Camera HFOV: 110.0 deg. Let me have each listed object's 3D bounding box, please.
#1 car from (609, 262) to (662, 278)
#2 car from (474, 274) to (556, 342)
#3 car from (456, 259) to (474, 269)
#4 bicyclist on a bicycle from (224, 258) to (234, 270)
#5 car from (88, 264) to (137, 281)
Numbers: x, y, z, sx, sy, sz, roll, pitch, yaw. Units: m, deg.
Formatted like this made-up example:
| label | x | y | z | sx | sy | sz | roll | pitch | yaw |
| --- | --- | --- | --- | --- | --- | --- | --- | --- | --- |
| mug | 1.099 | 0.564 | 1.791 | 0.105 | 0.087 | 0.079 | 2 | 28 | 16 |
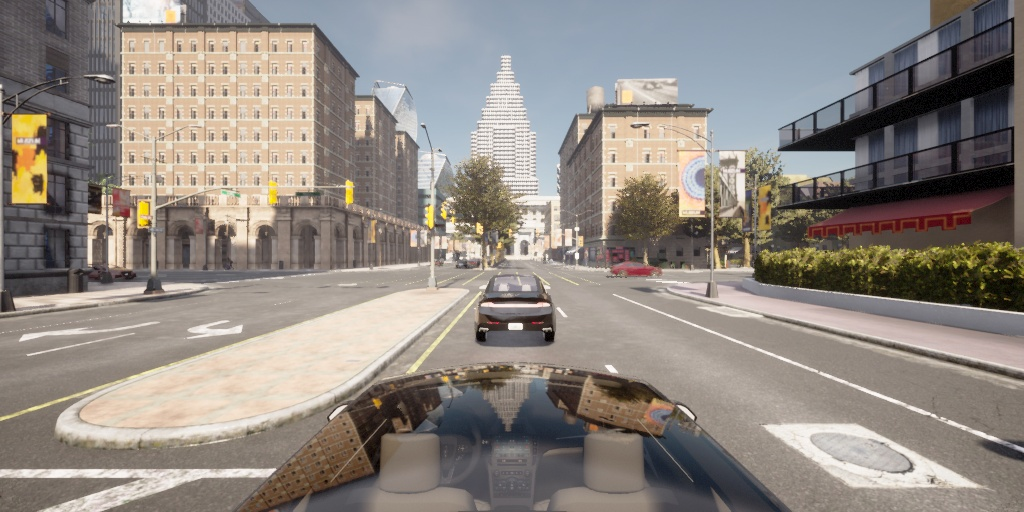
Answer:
| label | x | y | z | sx | sy | sz | roll | pitch | yaw |
| --- | --- | --- | --- | --- | --- | --- | --- | --- | --- |
| car | 11.376 | 1.275 | 33.136 | 4.674 | 1.442 | 1.812 | 0 | 0 | 3 |
| car | 0.083 | 1.241 | 9.815 | 2.128 | 1.511 | 4.902 | 0 | 0 | 0 |
| car | -8.002 | 1.241 | 58.564 | 2.128 | 1.511 | 4.902 | 0 | 0 | 0 |
| bicyclist on a bicycle | -37.237 | 1.050 | 47.226 | 0.582 | 1.620 | 1.656 | 0 | 0 | 0 |
| car | -33.463 | 1.314 | 29.274 | 4.181 | 1.385 | 1.994 | 0 | 0 | 0 |
